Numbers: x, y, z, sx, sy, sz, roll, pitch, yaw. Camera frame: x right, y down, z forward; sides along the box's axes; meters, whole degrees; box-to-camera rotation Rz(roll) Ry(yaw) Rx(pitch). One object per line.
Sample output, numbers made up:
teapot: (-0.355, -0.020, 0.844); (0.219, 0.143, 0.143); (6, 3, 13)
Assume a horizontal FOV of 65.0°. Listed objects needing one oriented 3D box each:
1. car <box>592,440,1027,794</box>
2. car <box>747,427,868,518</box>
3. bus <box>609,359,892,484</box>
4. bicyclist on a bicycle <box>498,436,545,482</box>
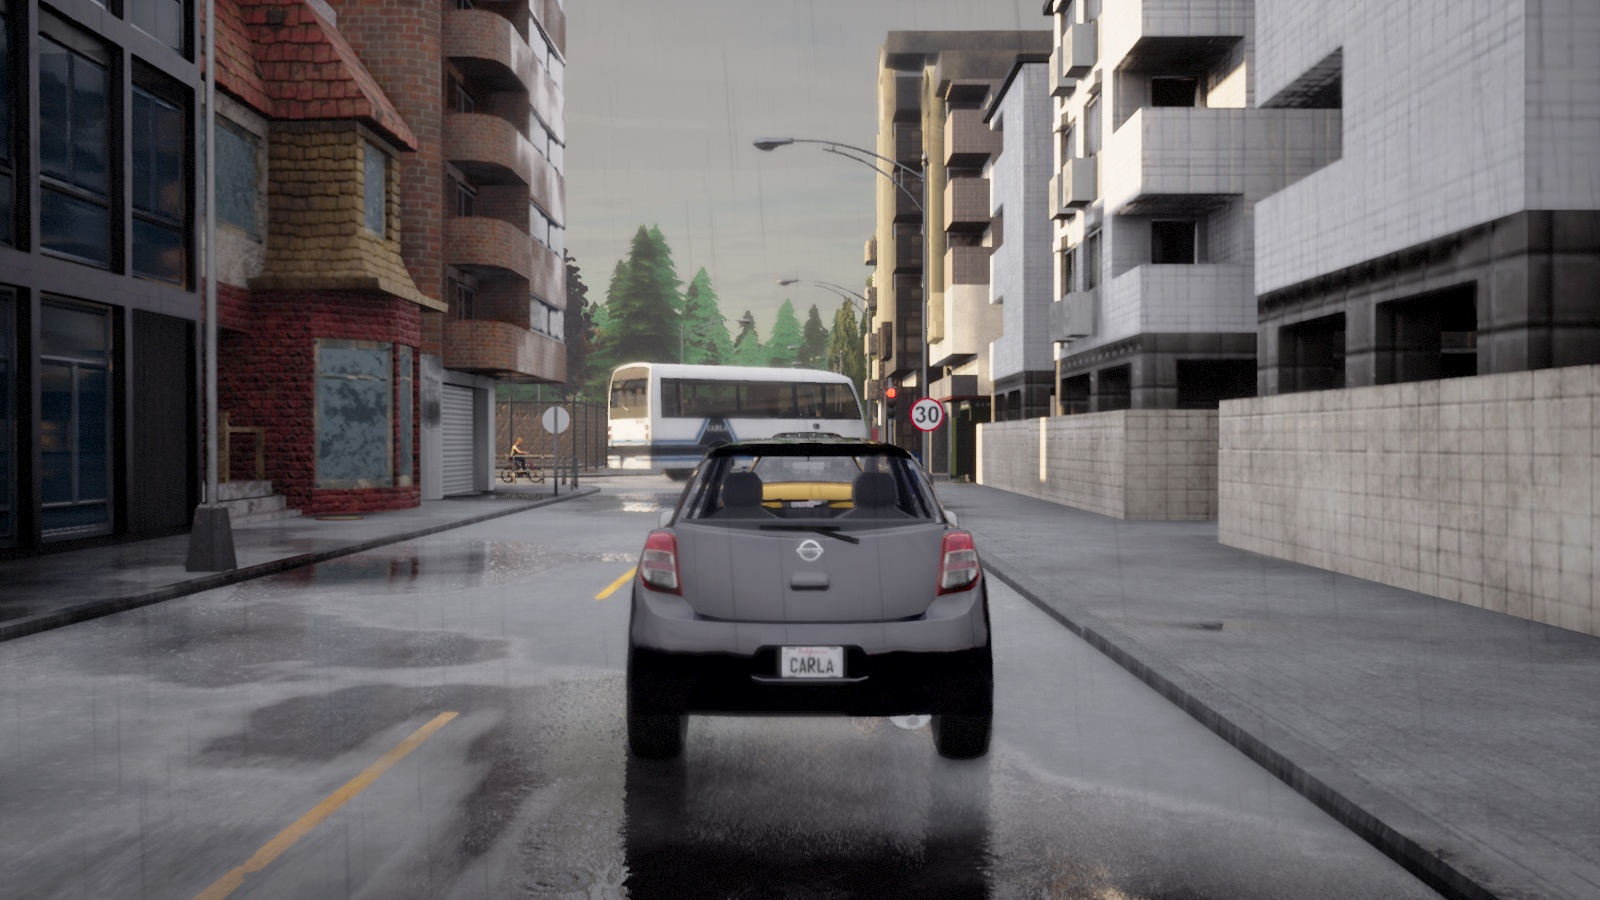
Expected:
car: (0.048, 0.703, 7.151); (1.845, 1.501, 3.633); (0, 0, 0)
car: (0.141, 0.392, 25.445); (2.242, 1.667, 4.611); (0, 0, 0)
bus: (-1.707, -1.010, 47.536); (10.273, 4.253, 3.944); (-1, 0, -37)
bicyclist on a bicycle: (-9.878, 0.327, 44.570); (1.509, 1.612, 0.866); (0, 0, -5)
